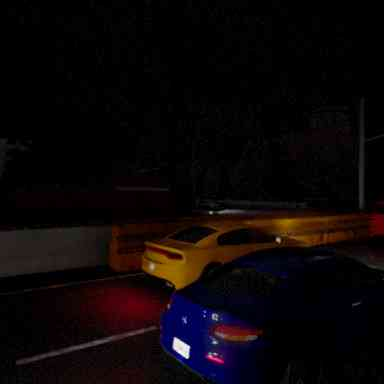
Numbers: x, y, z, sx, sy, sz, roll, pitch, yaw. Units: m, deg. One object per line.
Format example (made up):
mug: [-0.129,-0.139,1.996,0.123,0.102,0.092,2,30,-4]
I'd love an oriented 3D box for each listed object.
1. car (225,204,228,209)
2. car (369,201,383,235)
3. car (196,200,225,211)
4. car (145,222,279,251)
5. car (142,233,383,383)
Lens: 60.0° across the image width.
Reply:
car: [3.328,1.935,49.901,1.895,1.301,4.718,1,0,-34]
car: [10.478,1.406,15.484,5.566,2.045,2.150,1,0,-35]
car: [2.056,1.821,45.461,1.812,1.442,4.674,1,0,-33]
car: [1.129,1.540,8.843,5.008,1.535,1.882,1,0,-35]
car: [1.759,1.570,4.997,4.674,1.442,1.812,1,0,-35]
